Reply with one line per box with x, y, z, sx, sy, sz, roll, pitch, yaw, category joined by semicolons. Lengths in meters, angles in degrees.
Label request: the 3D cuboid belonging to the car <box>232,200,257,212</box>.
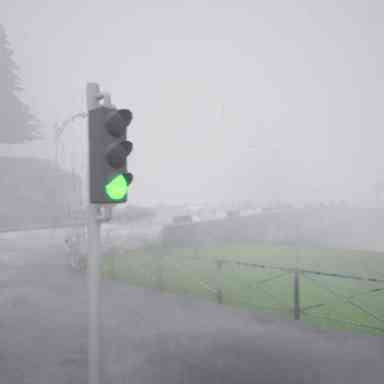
6.973;1.754;43.965;2.128;1.511;4.902;-1;-1;36;car

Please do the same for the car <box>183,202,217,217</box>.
0.914;1.789;35.490;1.812;1.442;4.674;-1;-1;35;car

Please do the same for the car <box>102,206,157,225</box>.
-5.053;1.864;27.128;1.895;1.301;4.718;-1;-1;35;car

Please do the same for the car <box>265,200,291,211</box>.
11.107;1.755;42.560;2.033;1.411;5.357;-1;-1;35;car
